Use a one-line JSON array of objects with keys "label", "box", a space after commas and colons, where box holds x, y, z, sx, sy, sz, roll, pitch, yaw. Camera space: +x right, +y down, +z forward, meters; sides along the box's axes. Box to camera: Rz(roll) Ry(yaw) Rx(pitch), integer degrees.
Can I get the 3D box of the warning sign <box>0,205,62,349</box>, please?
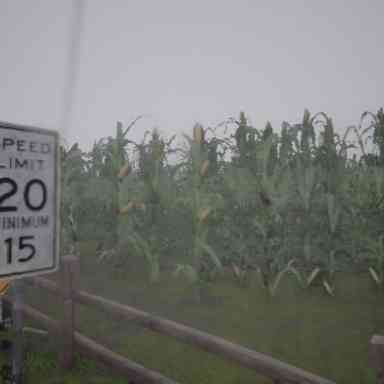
[{"label": "warning sign", "box": [-2.826, 1.153, 4.900, 1.060, 1.860, 1.300, 0, -1, 39]}]
